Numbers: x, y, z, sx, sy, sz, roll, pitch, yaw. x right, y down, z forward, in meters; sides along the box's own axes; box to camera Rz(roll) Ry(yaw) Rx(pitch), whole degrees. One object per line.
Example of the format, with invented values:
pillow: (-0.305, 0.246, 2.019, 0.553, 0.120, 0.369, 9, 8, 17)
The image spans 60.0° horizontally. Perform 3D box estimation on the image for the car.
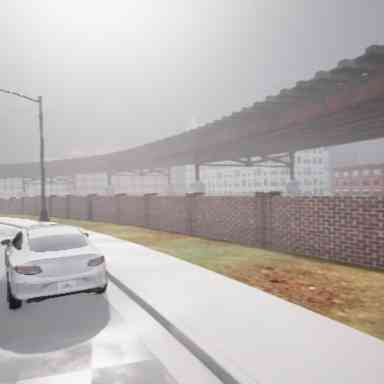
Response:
car: (-3.359, 1.494, 7.883, 1.812, 1.442, 4.674, -2, 1, -30)
